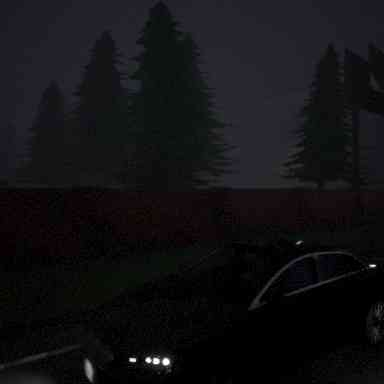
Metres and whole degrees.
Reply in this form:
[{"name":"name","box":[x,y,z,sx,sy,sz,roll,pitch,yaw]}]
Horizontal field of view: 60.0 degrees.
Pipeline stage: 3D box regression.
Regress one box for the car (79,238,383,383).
[{"name":"car","box":[0.995,1.476,4.685,4.902,1.511,2.128,0,0,-35]}]
